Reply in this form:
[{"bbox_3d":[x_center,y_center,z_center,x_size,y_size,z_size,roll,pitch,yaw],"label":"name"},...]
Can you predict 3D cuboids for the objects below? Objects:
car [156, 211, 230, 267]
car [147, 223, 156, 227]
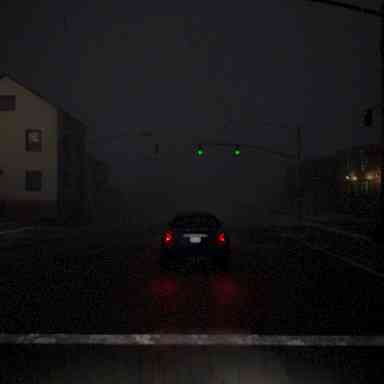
[{"bbox_3d":[0.098,1.434,11.846,2.097,1.767,4.553,0,0,0],"label":"car"},{"bbox_3d":[-3.621,3.908,34.533,1.812,1.442,4.674,-1,-13,-1],"label":"car"}]
